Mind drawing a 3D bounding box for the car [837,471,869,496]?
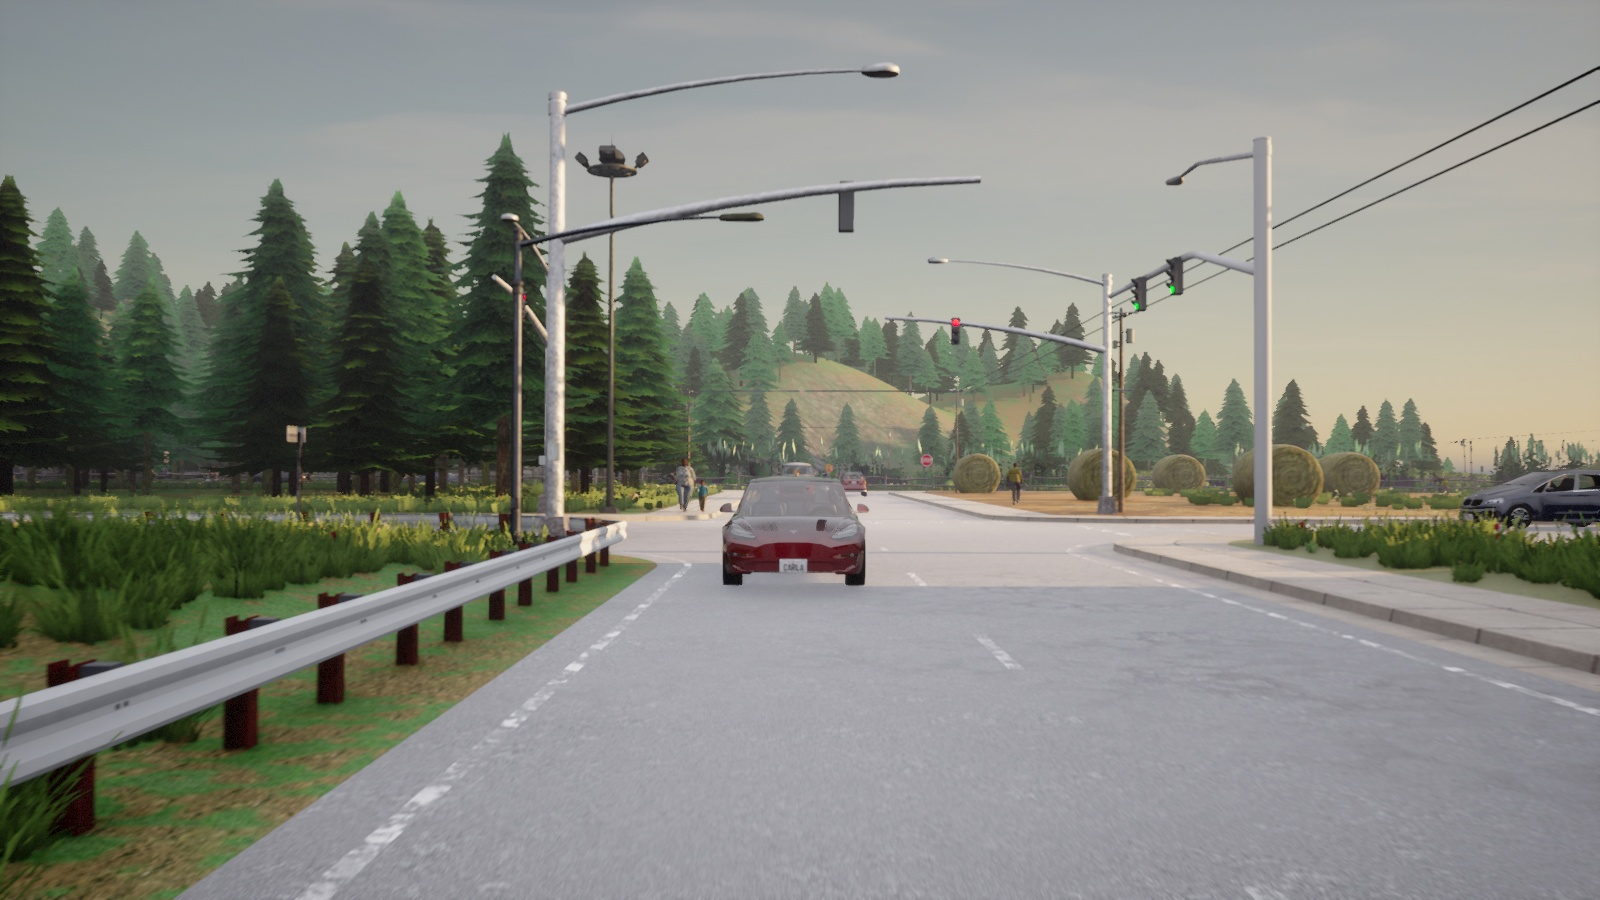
[{"bbox_3d":[3.310,2.100,78.856,1.789,1.549,3.705,0,-1,0],"label":"car"}]

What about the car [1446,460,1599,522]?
[{"bbox_3d":[20.916,1.132,35.058,4.611,1.667,2.242,0,-1,-1],"label":"car"}]

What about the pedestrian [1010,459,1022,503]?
[{"bbox_3d":[9.196,1.314,53.484,0.370,1.835,0.726,-1,-1,19],"label":"pedestrian"}]

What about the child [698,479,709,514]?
[{"bbox_3d":[-3.271,1.574,42.483,0.343,1.192,0.448,0,-1,1],"label":"child"}]

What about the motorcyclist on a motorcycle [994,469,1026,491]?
[{"bbox_3d":[16.011,2.269,95.782,2.350,1.649,0.766,0,-1,3],"label":"motorcyclist on a motorcycle"}]

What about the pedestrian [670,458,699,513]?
[{"bbox_3d":[-3.889,1.194,42.304,0.874,1.855,0.900,0,-1,3],"label":"pedestrian"}]

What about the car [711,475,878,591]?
[{"bbox_3d":[-0.067,1.128,18.707,2.163,1.488,4.792,0,-1,0],"label":"car"}]

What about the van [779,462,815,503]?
[{"bbox_3d":[-0.155,1.630,63.440,1.775,1.987,4.442,0,-1,0],"label":"van"}]
